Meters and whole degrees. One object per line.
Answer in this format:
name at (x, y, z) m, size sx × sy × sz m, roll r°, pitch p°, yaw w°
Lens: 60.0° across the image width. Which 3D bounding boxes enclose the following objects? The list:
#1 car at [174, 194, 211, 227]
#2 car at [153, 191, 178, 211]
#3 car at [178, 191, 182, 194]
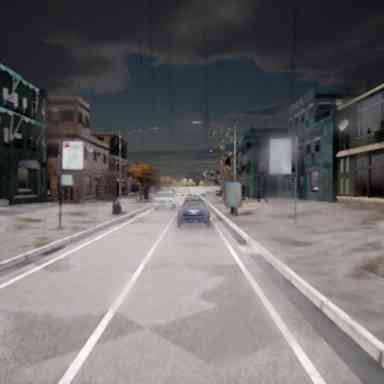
car at (0.103, 1.259, 22.184) m, size 2.097 × 1.767 × 4.553 m, roll 0°, pitch 0°, yaw 0°
car at (-3.087, 0.971, 37.870) m, size 2.150 × 2.045 × 5.566 m, roll 0°, pitch 1°, yaw 0°
car at (-2.986, 0.508, 79.368) m, size 1.812 × 1.442 × 4.674 m, roll 0°, pitch 0°, yaw 0°
